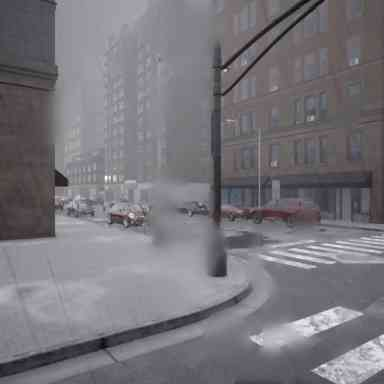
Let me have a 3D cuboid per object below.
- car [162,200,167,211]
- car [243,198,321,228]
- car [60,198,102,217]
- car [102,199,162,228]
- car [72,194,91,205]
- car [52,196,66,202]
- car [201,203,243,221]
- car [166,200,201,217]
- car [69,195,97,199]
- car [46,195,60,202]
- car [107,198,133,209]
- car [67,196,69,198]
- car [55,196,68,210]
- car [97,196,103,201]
[{"bbox_3d":[-3.405,1.529,35.778,2.008,1.369,4.403,0,0,-35],"label":"car"},{"bbox_3d":[6.122,1.309,22.218,2.192,1.841,5.009,0,0,-35],"label":"car"},{"bbox_3d":[-10.368,1.530,30.857,2.008,1.369,4.403,0,0,-35],"label":"car"},{"bbox_3d":[-4.015,1.430,21.815,1.967,1.590,4.097,0,0,-35],"label":"car"},{"bbox_3d":[-19.891,1.298,59.684,2.097,1.767,4.553,0,0,-35],"label":"car"},{"bbox_3d":[-28.809,1.478,71.933,2.008,1.369,4.403,0,0,-35],"label":"car"},{"bbox_3d":[2.947,1.571,26.738,1.802,1.307,4.206,0,0,-35],"label":"car"},{"bbox_3d":[-0.229,1.550,31.257,1.947,1.339,4.313,0,0,-35],"label":"car"},{"bbox_3d":[-16.156,1.436,49.117,1.882,1.535,5.008,0,0,-35],"label":"car"},{"bbox_3d":[-31.985,1.471,76.453,2.008,1.369,4.403,0,0,-35],"label":"car"},{"bbox_3d":[-9.756,1.532,44.816,1.947,1.339,4.313,0,0,-35],"label":"car"},{"bbox_3d":[-21.523,1.473,56.760,1.812,1.442,4.674,0,0,-35],"label":"car"},{"bbox_3d":[-16.721,1.512,39.899,1.887,1.381,4.507,0,0,-35],"label":"car"},{"bbox_3d":[-15.857,1.457,53.999,1.837,1.490,4.892,0,0,-35],"label":"car"}]
